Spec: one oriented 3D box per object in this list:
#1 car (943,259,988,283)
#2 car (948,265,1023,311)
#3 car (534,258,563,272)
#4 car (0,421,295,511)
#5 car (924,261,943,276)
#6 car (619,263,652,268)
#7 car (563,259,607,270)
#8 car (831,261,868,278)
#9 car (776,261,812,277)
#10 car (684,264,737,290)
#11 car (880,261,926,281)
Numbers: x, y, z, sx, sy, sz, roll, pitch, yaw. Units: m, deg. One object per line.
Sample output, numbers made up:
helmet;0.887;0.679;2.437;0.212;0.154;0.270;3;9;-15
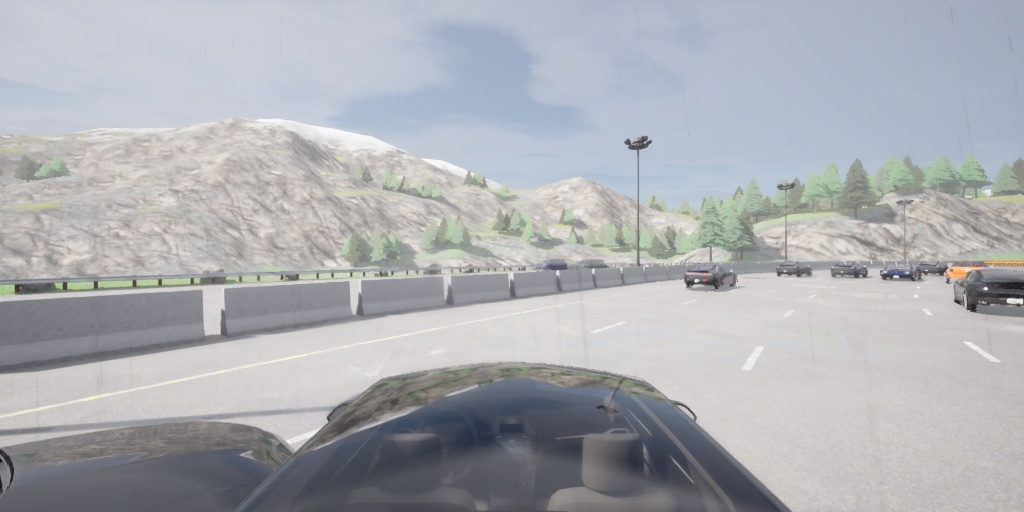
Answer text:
car;34.327;1.104;26.840;4.553;1.767;2.097;0;0;-36
car;18.291;1.253;13.500;4.892;1.490;1.837;1;-1;-44
car;4.773;1.101;43.917;4.553;1.767;2.097;0;0;-40
car;-2.983;1.255;0.534;4.892;1.490;1.837;0;0;-45
car;43.313;1.242;36.865;4.902;1.511;2.128;0;0;-31
car;13.133;1.351;37.244;4.718;1.301;1.895;0;0;-39
car;7.890;1.101;37.391;4.553;1.767;2.097;0;0;-40
car;31.375;1.242;33.342;4.902;1.511;2.128;0;0;-35
car;27.412;1.240;34.792;4.902;1.511;2.128;0;0;-36
car;12.473;1.242;22.446;4.902;1.511;2.128;0;0;-43
car;32.308;1.351;29.733;4.718;1.301;1.895;0;0;-35
